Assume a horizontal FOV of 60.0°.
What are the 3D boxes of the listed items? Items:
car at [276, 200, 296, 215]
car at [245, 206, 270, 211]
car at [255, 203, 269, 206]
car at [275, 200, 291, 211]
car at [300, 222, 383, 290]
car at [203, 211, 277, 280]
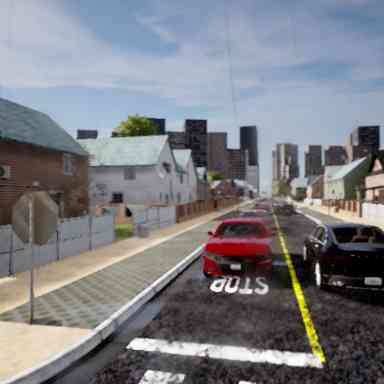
[{"bbox_3d":[10.887,1.817,38.197,2.128,1.511,4.902,-1,-1,14],"label":"car"},{"bbox_3d":[3.972,1.800,20.890,1.895,1.301,4.718,-1,-1,13],"label":"car"},{"bbox_3d":[8.355,1.967,39.829,1.895,1.301,4.718,-1,-1,13],"label":"car"},{"bbox_3d":[13.147,1.908,48.284,2.128,1.511,4.902,-1,-1,13],"label":"car"},{"bbox_3d":[4.191,1.573,9.075,1.837,1.490,4.892,-1,-1,13],"label":"car"},{"bbox_3d":[1.623,1.587,10.627,1.882,1.535,5.008,-1,-1,13],"label":"car"}]
